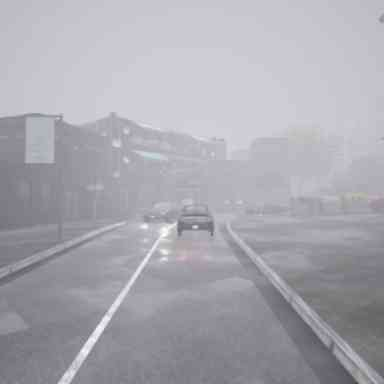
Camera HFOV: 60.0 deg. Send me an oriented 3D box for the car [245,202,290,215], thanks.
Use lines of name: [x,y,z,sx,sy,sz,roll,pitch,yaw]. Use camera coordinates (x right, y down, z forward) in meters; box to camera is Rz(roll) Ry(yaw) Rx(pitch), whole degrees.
car: [7.909,1.728,34.635,5.357,1.411,2.033,1,-2,-36]

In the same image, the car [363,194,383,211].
car: [21.049,1.060,34.648,2.435,2.045,5.566,-2,-1,-12]

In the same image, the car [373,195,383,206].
car: [29.206,1.219,48.937,2.002,1.452,4.674,-3,-1,-12]

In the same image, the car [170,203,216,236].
car: [0.268,1.425,18.051,2.128,1.511,4.902,0,0,3]

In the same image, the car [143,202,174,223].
car: [-2.009,1.470,24.956,1.812,1.442,4.674,-1,-1,17]

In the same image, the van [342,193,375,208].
van: [23.761,1.260,47.669,1.878,1.987,4.442,-3,-1,-12]

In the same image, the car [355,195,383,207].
car: [26.478,1.338,48.364,2.231,1.521,4.892,-3,-1,-12]
